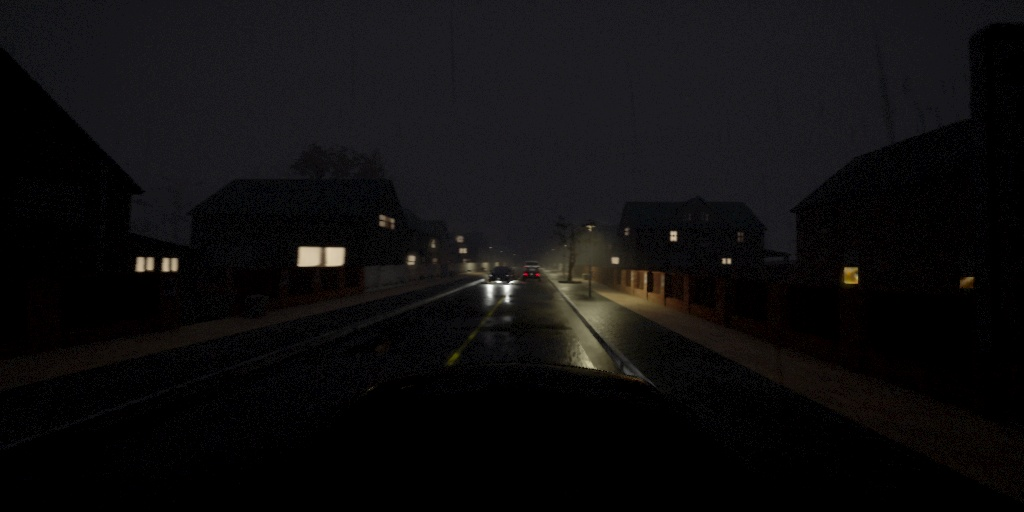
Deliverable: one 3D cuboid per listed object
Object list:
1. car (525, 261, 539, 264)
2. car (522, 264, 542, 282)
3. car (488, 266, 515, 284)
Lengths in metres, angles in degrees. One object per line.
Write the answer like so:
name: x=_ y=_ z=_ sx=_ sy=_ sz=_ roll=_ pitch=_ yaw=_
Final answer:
car: x=2.627 y=1.638 z=46.866 sx=2.150 sy=2.045 sz=5.566 roll=1 pitch=-1 yaw=4
car: x=2.020 y=1.810 z=36.302 sx=2.033 sy=1.411 sz=5.357 roll=1 pitch=-1 yaw=4
car: x=-1.001 y=1.693 z=32.921 sx=1.812 sy=1.442 sz=4.674 roll=1 pitch=-1 yaw=3
